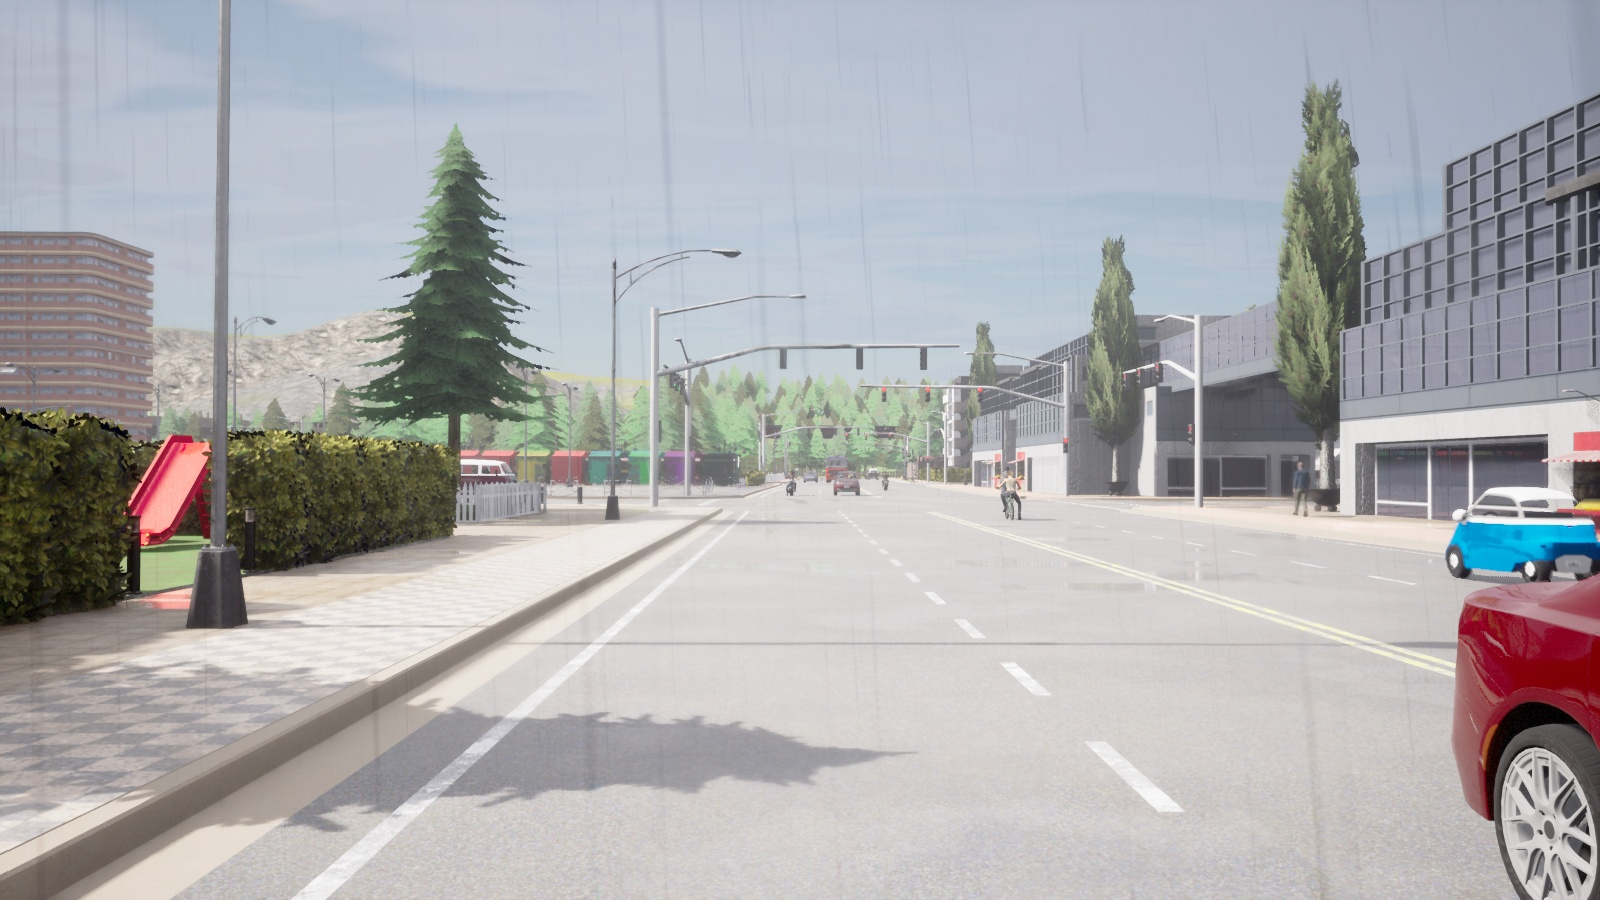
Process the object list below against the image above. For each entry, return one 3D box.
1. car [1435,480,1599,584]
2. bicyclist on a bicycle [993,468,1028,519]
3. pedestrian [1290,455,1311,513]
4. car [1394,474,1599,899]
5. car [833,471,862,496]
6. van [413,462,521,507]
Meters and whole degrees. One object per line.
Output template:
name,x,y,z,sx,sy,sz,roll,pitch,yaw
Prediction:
car,10.420,1.130,18.029,1.481,1.376,2.207,0,-1,0
bicyclist on a bicycle,6.817,1.407,40.777,0.866,1.612,1.509,0,-1,0
pedestrian,16.130,1.087,40.477,0.402,1.842,0.726,0,-1,2
car,3.484,0.826,2.846,1.882,1.535,5.008,0,-1,0
car,3.028,2.141,81.198,1.789,1.549,3.705,0,-1,1
van,-15.426,1.577,58.372,4.480,2.038,2.069,0,-1,0
